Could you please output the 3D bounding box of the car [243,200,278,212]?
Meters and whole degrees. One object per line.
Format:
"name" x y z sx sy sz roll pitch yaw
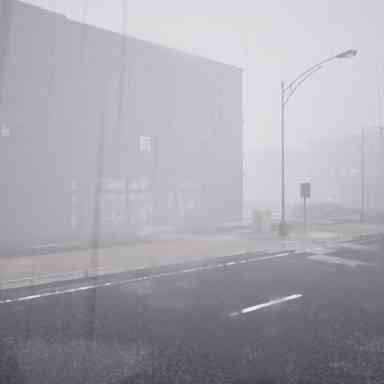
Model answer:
"car" 8.242 1.845 42.560 1.837 1.490 4.892 -1 0 -36

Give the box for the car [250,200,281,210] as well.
"car" 10.777 1.907 48.950 1.802 1.307 4.206 -2 0 -36

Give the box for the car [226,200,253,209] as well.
"car" 7.555 1.969 53.449 1.802 1.307 4.206 -1 0 -36

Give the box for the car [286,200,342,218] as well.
"car" 11.947 1.816 32.716 1.947 1.339 4.313 -1 0 -36

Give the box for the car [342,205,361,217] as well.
"car" 14.310 1.768 34.089 2.033 1.411 5.357 -1 0 -36
